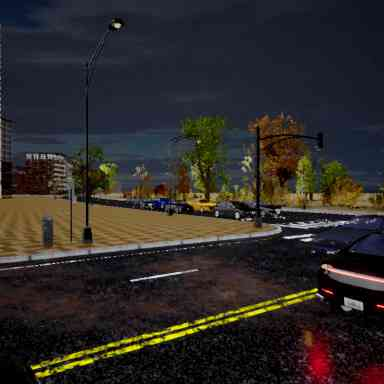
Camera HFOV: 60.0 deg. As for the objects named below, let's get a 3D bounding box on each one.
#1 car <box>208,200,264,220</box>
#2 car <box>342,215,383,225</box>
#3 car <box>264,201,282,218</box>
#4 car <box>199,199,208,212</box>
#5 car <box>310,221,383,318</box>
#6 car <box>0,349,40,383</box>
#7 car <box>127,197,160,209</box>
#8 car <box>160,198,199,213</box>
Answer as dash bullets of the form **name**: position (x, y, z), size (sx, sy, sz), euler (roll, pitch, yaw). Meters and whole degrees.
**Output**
- **car**: position (3.740, 1.564, 29.219), size (1.837, 1.490, 4.892), euler (0, 0, -32)
- **car**: position (6.656, 1.546, 12.047), size (5.357, 1.411, 2.033), euler (0, 0, -33)
- **car**: position (6.286, 1.540, 31.280), size (2.128, 1.511, 4.902), euler (0, 0, -32)
- **car**: position (1.052, 1.550, 39.746), size (1.882, 1.535, 5.008), euler (0, 0, -32)
- **car**: position (4.466, 1.491, 6.432), size (4.902, 1.511, 2.128), euler (0, 0, -34)
- **car**: position (-3.116, 1.492, 1.186), size (4.902, 1.511, 2.128), euler (0, 0, -36)
- **car**: position (-6.805, 1.597, 46.431), size (2.128, 1.511, 4.902), euler (0, 0, -31)
- **car**: position (-1.478, 1.648, 37.650), size (1.994, 1.385, 4.181), euler (0, 0, -32)
